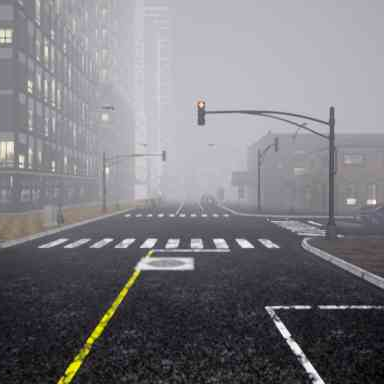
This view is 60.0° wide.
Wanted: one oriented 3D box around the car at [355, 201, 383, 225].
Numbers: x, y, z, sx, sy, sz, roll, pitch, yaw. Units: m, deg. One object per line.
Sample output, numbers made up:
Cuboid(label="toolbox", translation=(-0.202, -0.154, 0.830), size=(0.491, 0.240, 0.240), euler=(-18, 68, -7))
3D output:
Cuboid(label="car", translation=(14.655, 1.645, 24.680), size=(4.674, 1.442, 1.812), euler=(0, 1, 0))

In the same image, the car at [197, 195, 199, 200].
Cuboid(label="car", translation=(2.481, 1.289, 58.791), size=(2.192, 1.841, 5.009), euler=(-1, 0, 0))

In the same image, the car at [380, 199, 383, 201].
Cuboid(label="car", translation=(16.438, 1.409, 27.260), size=(5.009, 1.841, 2.192), euler=(1, 0, 1))

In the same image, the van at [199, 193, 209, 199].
Cuboid(label="van", translation=(2.501, 1.317, 53.147), size=(1.690, 1.788, 3.998), euler=(-1, 0, 0))

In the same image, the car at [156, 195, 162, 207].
Cuboid(label="car", translation=(-5.824, 1.544, 47.529), size=(1.947, 1.339, 4.313), euler=(-1, 0, 0))

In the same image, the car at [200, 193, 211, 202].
Cuboid(label="car", translation=(2.864, 1.196, 73.442), size=(2.150, 2.045, 5.566), euler=(0, 0, 0))

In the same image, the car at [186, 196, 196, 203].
Cuboid(label="car", translation=(-0.230, 1.494, 69.674), size=(2.128, 1.511, 4.902), euler=(0, 0, 0))

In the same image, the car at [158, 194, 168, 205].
Cuboid(label="car", translation=(-5.862, 1.540, 58.818), size=(1.947, 1.339, 4.313), euler=(-1, 0, 0))

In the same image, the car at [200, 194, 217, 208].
Cuboid(label="car", translation=(2.521, 1.418, 47.503), size=(1.967, 1.590, 4.097), euler=(-1, 0, 0))

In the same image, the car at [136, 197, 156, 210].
Cuboid(label="car", translation=(-5.976, 1.506, 41.715), size=(1.752, 1.417, 4.829), euler=(-1, 0, 0))

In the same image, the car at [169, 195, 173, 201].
Cuboid(label="car", translation=(-5.955, 1.490, 86.868), size=(1.752, 1.417, 4.829), euler=(-1, 0, 0))
